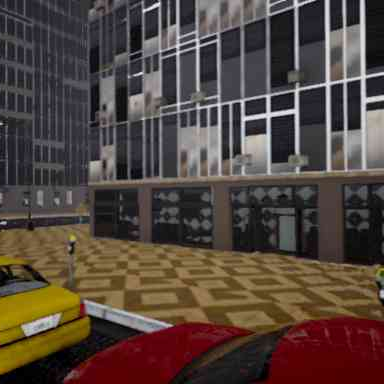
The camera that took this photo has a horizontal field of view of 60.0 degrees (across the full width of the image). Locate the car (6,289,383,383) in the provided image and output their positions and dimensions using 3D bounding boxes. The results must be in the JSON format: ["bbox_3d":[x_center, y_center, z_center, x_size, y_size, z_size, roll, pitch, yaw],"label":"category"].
[{"bbox_3d":[0.975,1.548,2.024,4.507,1.381,1.887,-1,0,35],"label":"car"}]

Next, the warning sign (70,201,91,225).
[{"bbox_3d":[-9.106,1.701,27.256,1.300,1.860,1.060,1,0,33],"label":"warning sign"}]

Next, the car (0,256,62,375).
[{"bbox_3d":[-3.684,1.589,5.344,4.829,1.417,1.752,-1,0,35],"label":"car"}]
